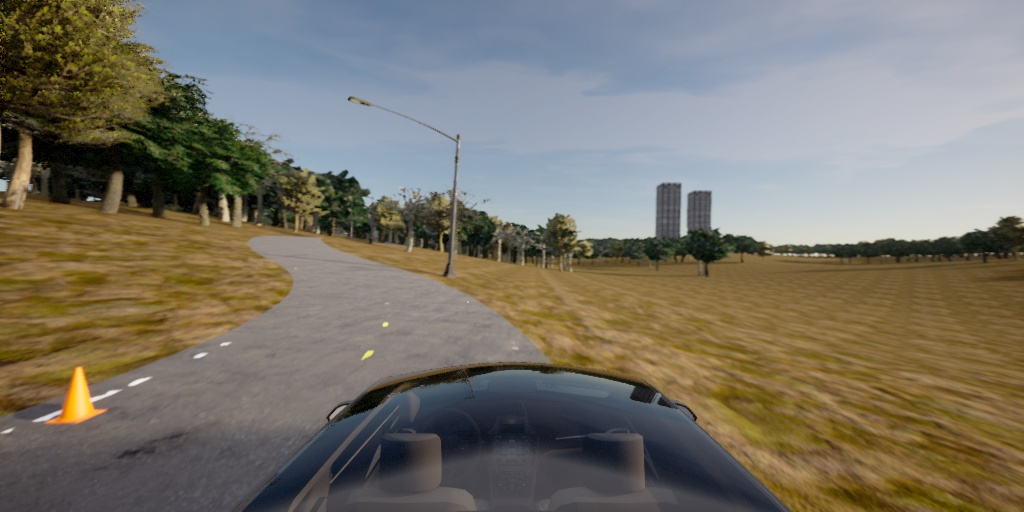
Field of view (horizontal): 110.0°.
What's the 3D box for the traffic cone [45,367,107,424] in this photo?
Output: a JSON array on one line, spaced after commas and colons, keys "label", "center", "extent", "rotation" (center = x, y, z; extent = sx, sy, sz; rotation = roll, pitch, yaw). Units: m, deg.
[{"label": "traffic cone", "center": [-5.122, 1.604, 4.225], "extent": [0.340, 0.580, 0.340], "rotation": [0, 0, -6]}]
